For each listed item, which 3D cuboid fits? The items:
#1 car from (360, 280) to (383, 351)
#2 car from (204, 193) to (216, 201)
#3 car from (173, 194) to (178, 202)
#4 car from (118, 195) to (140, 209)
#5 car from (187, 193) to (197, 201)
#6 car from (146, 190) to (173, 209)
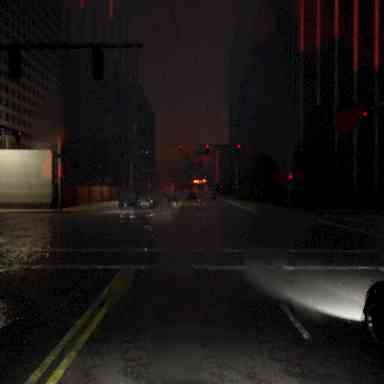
[{"bbox_3d":[3.573,1.528,3.414,1.994,1.385,4.181,0,1,0],"label":"car"},{"bbox_3d":[3.507,0.875,64.003,1.812,1.442,4.674,0,1,0],"label":"car"},{"bbox_3d":[-3.514,1.013,57.760,1.895,1.301,4.718,0,1,1],"label":"car"},{"bbox_3d":[-7.085,1.105,37.970,2.128,1.511,4.902,0,1,0],"label":"car"},{"bbox_3d":[0.007,0.896,64.004,2.033,1.411,5.357,0,1,0],"label":"car"},{"bbox_3d":[-3.567,0.971,37.393,2.097,1.767,4.553,0,1,0],"label":"car"}]
